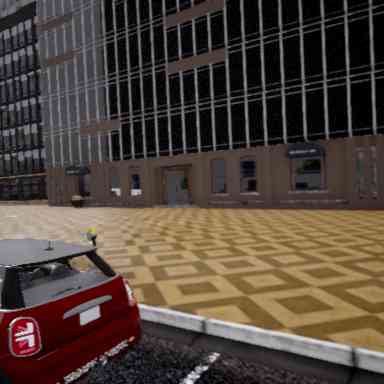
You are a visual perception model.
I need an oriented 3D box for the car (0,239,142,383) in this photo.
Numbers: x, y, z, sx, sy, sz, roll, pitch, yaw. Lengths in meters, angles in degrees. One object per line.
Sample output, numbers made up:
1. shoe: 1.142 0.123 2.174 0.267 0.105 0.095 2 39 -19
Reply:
1. car: -2.773 1.381 4.564 4.097 1.590 1.967 -1 1 30
